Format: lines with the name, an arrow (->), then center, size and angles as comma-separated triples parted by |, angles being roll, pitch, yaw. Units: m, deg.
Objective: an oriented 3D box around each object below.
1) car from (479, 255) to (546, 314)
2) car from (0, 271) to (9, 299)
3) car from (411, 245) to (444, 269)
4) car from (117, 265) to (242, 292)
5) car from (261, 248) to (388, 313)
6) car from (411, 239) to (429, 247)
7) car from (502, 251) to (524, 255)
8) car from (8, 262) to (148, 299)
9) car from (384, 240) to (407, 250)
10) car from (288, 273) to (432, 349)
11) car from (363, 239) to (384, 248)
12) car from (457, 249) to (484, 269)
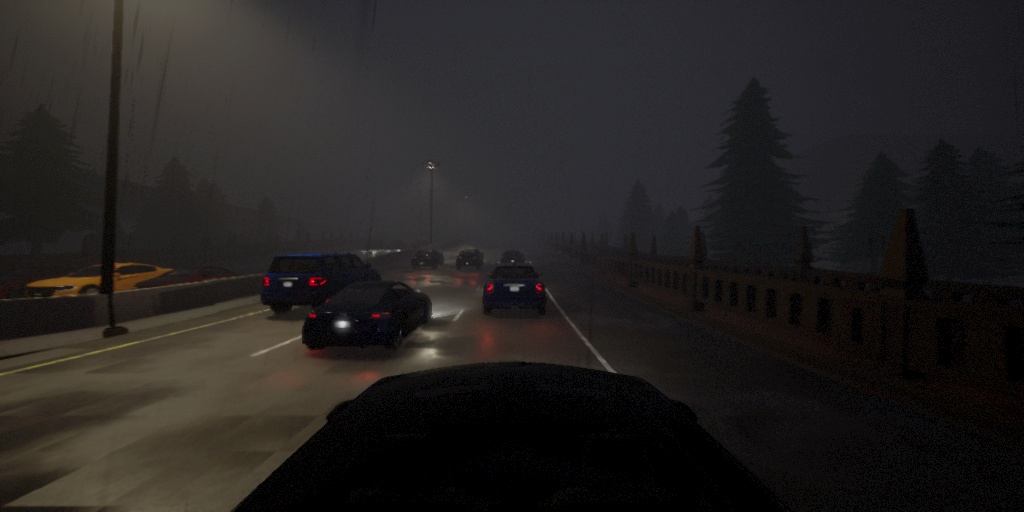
car -> 0.087, 1.009, 13.594 | 2.097, 1.767, 4.553 | 0, 2, 0
car -> -21.112, 1.152, 15.915 | 1.994, 1.385, 4.181 | 0, 2, 0
car -> -6.929, 0.180, 29.864 | 2.128, 1.511, 4.902 | 0, 4, 0
car -> -14.111, 1.148, 15.911 | 1.994, 1.385, 4.181 | 0, 2, 0
car -> -6.911, 0.879, 13.731 | 2.150, 2.045, 5.566 | 0, 2, 0
car -> -14.122, -1.811, 55.280 | 1.882, 1.535, 5.008 | 0, 5, 0
car -> 0.071, 0.221, 30.229 | 1.994, 1.385, 4.181 | 0, 4, 0
car -> -17.611, 1.068, 15.786 | 1.882, 1.535, 5.008 | 0, 2, 0
car -> -17.619, -1.754, 55.191 | 1.812, 1.442, 4.674 | 0, 5, 0
car -> -3.411, 1.320, 9.223 | 1.994, 1.385, 4.181 | 0, 1, 0
car -> -21.113, -1.757, 54.962 | 1.837, 1.490, 4.892 | 0, 5, 0
car -> -3.429, 0.180, 29.857 | 2.128, 1.511, 4.902 | 0, 4, 0
